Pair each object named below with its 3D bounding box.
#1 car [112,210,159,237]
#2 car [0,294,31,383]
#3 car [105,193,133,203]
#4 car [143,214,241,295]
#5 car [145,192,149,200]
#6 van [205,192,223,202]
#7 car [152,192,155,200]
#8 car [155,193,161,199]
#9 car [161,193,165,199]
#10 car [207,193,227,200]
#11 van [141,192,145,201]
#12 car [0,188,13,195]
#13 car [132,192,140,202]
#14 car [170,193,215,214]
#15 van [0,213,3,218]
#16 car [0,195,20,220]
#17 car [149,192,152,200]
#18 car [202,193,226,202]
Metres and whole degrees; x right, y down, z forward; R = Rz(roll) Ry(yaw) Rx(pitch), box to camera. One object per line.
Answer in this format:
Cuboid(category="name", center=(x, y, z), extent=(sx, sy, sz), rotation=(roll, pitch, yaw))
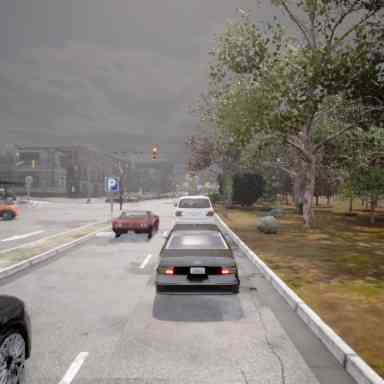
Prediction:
Cuboid(category="car", center=(-2.866, 1.624, 18.011), extent=(1.895, 1.301, 4.718), rotation=(0, 0, 0))
Cuboid(category="car", center=(-2.899, 1.493, 2.197), extent=(2.128, 1.511, 4.902), rotation=(0, 0, 0))
Cuboid(category="car", center=(-14.483, 1.359, 64.845), extent=(4.792, 1.488, 2.163), rotation=(-1, 0, -15))
Cuboid(category="car", center=(0.102, 1.556, 8.874), extent=(2.033, 1.411, 5.357), rotation=(0, 0, 0))
Cuboid(category="car", center=(-13.059, 1.322, 76.802), extent=(4.892, 1.521, 2.231), rotation=(-1, 0, -14))
Cuboid(category="van", center=(4.242, 1.044, 67.451), extent=(4.442, 1.987, 1.878), rotation=(1, 0, -14))
Cuboid(category="car", center=(-12.318, 1.360, 82.799), extent=(4.674, 1.452, 2.002), rotation=(-1, 0, -13))
Cuboid(category="car", center=(-11.507, 1.358, 88.782), extent=(4.674, 1.452, 2.002), rotation=(-1, 0, -12))
Cuboid(category="car", center=(-11.058, 1.066, 91.788), extent=(5.566, 2.045, 2.435), rotation=(-1, 0, -12))
Cuboid(category="car", center=(6.406, 1.130, 85.122), extent=(4.553, 1.767, 2.185), rotation=(1, 0, -12))
Cuboid(category="van", center=(-13.285, 1.094, 73.830), extent=(4.442, 1.987, 1.878), rotation=(-1, 0, -14))
Cuboid(category="car", center=(-31.198, 0.138, 55.703), extent=(2.002, 1.452, 4.674), rotation=(6, -3, -19))
Cuboid(category="car", center=(-13.841, 1.316, 67.838), extent=(5.366, 1.575, 1.946), rotation=(-1, 0, -15))
Cuboid(category="car", center=(0.141, 1.246, 19.123), extent=(2.150, 2.045, 5.566), rotation=(0, 0, 0))
Cuboid(category="van", center=(-16.617, 1.298, 24.060), extent=(4.442, 1.987, 1.878), rotation=(-1, 0, -19))
Cuboid(category="car", center=(-16.643, 1.405, 27.038), extent=(4.553, 1.767, 2.185), rotation=(-1, 0, -19))
Cuboid(category="car", center=(-12.688, 1.360, 79.797), extent=(4.674, 1.452, 2.002), rotation=(-1, 0, -13))
Cuboid(category="car", center=(4.624, 1.143, 70.421), extent=(4.553, 1.767, 2.185), rotation=(1, 0, -14))
